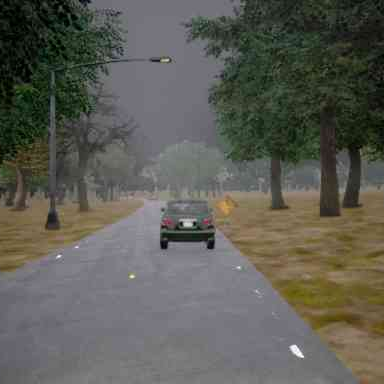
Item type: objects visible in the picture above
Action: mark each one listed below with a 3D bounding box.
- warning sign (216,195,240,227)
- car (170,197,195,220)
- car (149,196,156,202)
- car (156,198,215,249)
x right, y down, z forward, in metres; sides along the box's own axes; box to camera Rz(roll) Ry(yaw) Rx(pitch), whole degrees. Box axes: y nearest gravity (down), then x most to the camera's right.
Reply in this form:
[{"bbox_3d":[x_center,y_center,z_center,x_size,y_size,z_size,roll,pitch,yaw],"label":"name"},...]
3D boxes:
[{"bbox_3d":[2.200,1.132,20.457,1.300,1.860,1.060,-1,-1,-2],"label":"warning sign"},{"bbox_3d":[-0.902,1.388,29.739,2.097,1.767,4.553,0,0,-3],"label":"car"},{"bbox_3d":[-8.917,1.655,76.236,2.033,1.411,5.357,0,0,-9],"label":"car"},{"bbox_3d":[-0.228,1.268,14.766,2.150,2.045,5.566,0,0,-2],"label":"car"}]
